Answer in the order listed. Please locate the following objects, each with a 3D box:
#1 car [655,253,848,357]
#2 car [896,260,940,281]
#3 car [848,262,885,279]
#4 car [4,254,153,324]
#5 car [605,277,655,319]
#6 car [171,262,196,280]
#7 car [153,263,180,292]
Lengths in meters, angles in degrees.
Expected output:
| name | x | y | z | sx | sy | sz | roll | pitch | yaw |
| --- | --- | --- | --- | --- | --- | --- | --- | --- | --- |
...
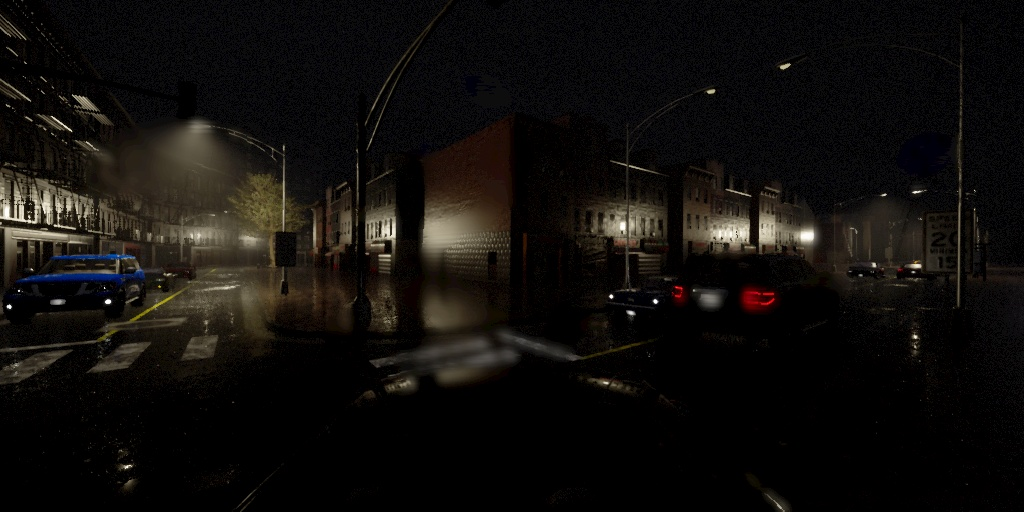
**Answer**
| name | x | y | z | sx | sy | sz | roll | pitch | yaw |
| --- | --- | --- | --- | --- | --- | --- | --- | --- | --- |
| car | 6.097 | 0.950 | 8.805 | 5.566 | 2.045 | 2.150 | 0 | 0 | -37 |
| car | 33.412 | 1.249 | 29.618 | 4.181 | 1.385 | 1.994 | 0 | 0 | -37 |
| car | 31.150 | 1.221 | 31.452 | 5.357 | 1.411 | 2.033 | 0 | 0 | -37 |
| car | -14.580 | 0.963 | 12.404 | 2.150 | 2.045 | 5.566 | 0 | 0 | -37 |
| car | 5.148 | 1.316 | 11.672 | 4.718 | 1.301 | 1.895 | 0 | 0 | -38 |
| car | -28.581 | 1.240 | 30.844 | 1.882 | 1.535 | 5.008 | 0 | 0 | -37 |
| car | -20.540 | 1.312 | 20.247 | 1.994 | 1.385 | 4.181 | 0 | 0 | -37 |
